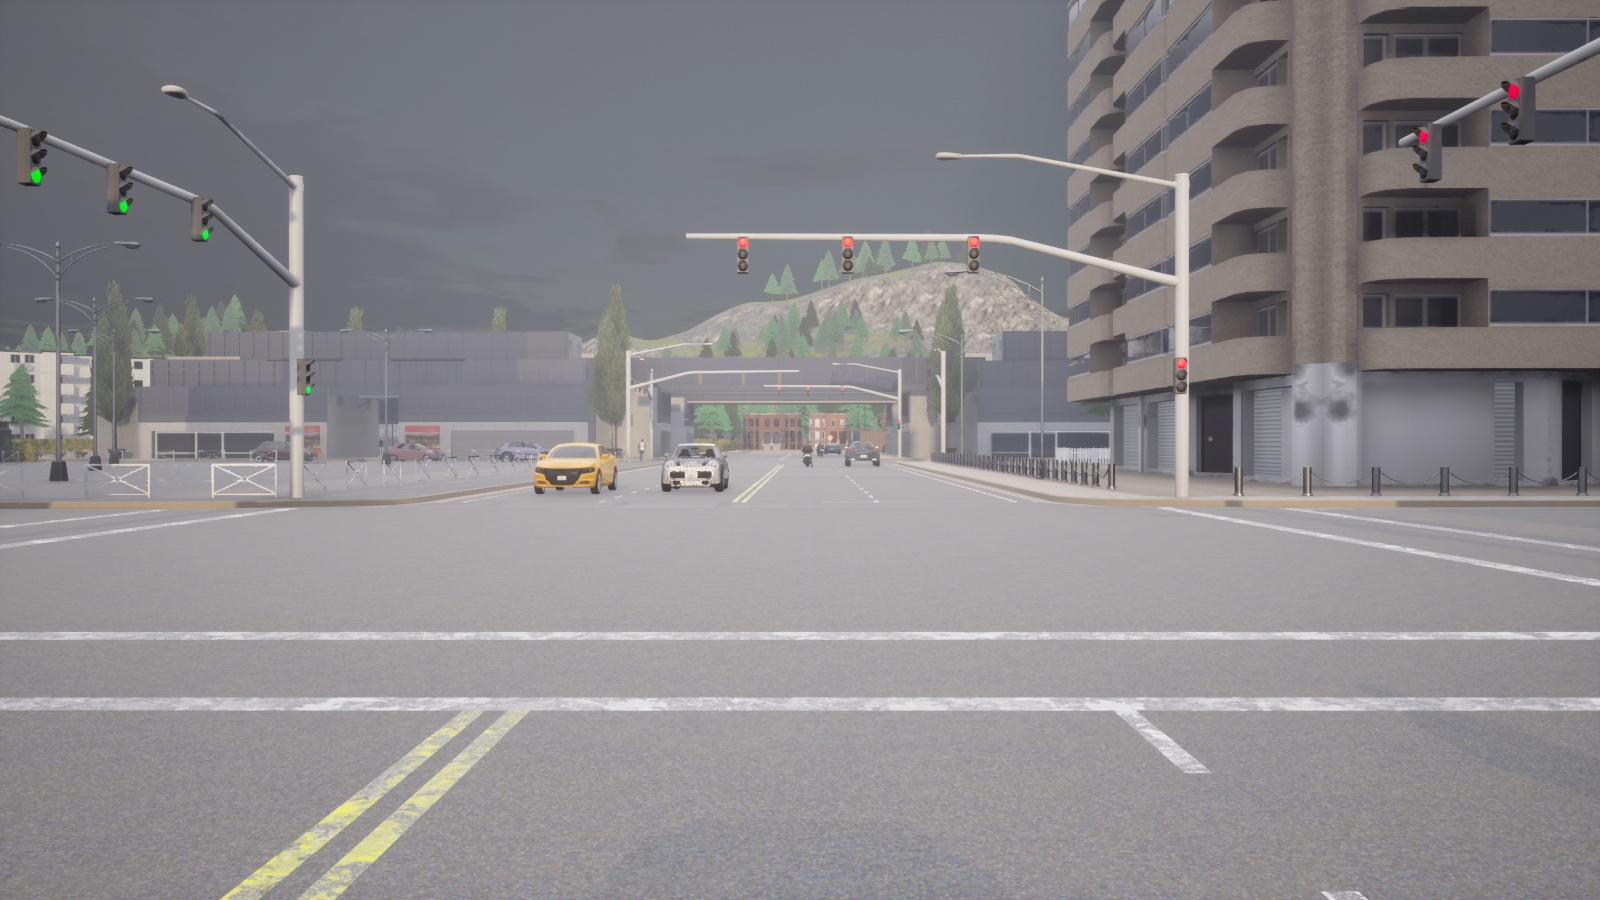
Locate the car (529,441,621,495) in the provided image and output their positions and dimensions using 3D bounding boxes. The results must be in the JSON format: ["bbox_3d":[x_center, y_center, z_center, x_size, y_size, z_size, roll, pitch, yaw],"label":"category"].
[{"bbox_3d":[-6.764,0.503,38.227,1.882,1.535,5.008,0,0,0],"label":"car"}]

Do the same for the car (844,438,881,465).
[{"bbox_3d":[3.982,0.073,80.615,2.152,1.651,5.027,0,0,0],"label":"car"}]

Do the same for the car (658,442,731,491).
[{"bbox_3d":[-3.257,0.486,39.460,1.970,1.475,3.806,0,0,0],"label":"car"}]

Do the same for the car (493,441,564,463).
[{"bbox_3d":[-20.163,0.133,93.345,4.856,1.649,2.033,0,0,1],"label":"car"}]

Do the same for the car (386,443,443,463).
[{"bbox_3d":[-28.693,0.207,93.601,3.633,1.501,1.845,0,0,2],"label":"car"}]
